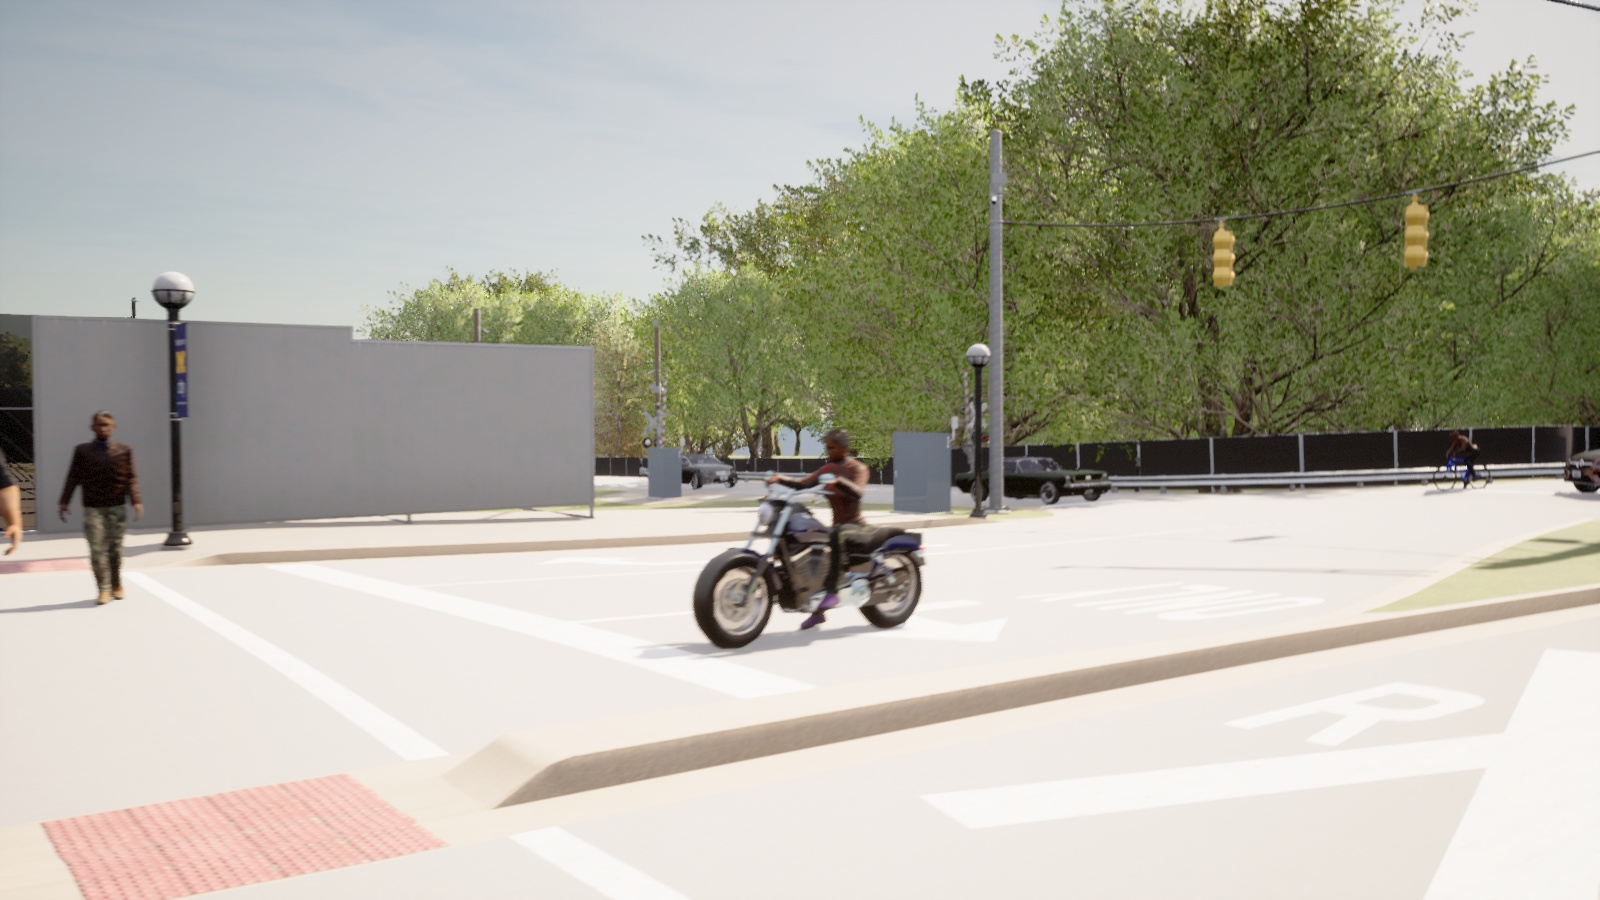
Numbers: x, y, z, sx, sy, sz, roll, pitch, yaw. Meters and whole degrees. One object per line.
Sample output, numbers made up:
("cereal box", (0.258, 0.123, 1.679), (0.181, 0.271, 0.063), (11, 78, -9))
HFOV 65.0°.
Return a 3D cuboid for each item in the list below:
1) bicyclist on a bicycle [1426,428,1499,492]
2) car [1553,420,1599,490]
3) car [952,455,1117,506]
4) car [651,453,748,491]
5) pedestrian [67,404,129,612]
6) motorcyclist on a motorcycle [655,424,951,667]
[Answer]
("bicyclist on a bicycle", (17.942, 0.253, 34.031), (1.656, 1.620, 0.582), (-3, 2, -5))
("car", (21.521, 0.068, 30.563), (5.027, 1.651, 2.152), (-1, 1, 4))
("car", (6.672, 0.865, 36.222), (1.895, 1.301, 4.718), (-2, 1, -34))
("car", (-4.410, 0.930, 54.187), (2.128, 1.511, 4.902), (-2, 1, -31))
("pedestrian", (-6.441, 0.506, 11.540), (0.431, 1.840, 0.703), (-1, 2, -27))
("motorcyclist on a motorcycle", (0.082, 0.648, 9.579), (2.350, 1.649, 0.766), (0, 0, -43))
